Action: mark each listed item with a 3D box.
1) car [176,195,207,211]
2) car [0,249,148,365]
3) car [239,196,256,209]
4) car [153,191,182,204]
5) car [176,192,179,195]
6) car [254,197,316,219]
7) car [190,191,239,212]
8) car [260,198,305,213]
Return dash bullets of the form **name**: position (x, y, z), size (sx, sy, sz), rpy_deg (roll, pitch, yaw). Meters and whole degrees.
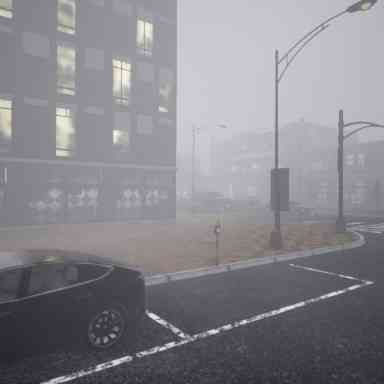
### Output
- **car**: position (-0.785, 1.231, 33.721), size (1.802, 1.307, 4.206), rpy_deg (1, 0, -36)
- **car**: position (-2.707, 1.566, 4.623), size (4.313, 1.339, 1.947), rpy_deg (0, 0, -36)
- **car**: position (5.966, 1.130, 38.690), size (1.967, 1.590, 4.097), rpy_deg (1, 0, -36)
- **car**: position (-3.893, 0.793, 52.088), size (2.192, 1.841, 5.009), rpy_deg (1, 0, -36)
- **car**: position (-0.611, 1.101, 47.622), size (2.008, 1.369, 4.403), rpy_deg (1, 0, -36)
- **car**: position (7.598, 1.318, 26.690), size (1.812, 1.442, 4.674), rpy_deg (0, 1, -36)
- **car**: position (1.843, 0.894, 34.512), size (2.150, 2.045, 5.566), rpy_deg (0, 1, -36)
- **car**: position (9.252, 1.340, 34.222), size (1.802, 1.307, 4.206), rpy_deg (1, 0, -36)
